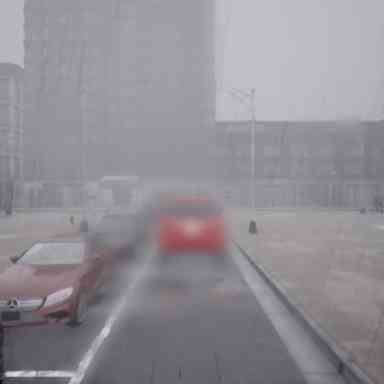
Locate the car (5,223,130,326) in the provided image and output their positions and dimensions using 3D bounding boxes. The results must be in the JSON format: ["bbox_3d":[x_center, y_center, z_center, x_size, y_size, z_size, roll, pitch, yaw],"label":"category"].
[{"bbox_3d":[-2.653,1.573,6.970,1.802,1.307,4.206,0,0,0],"label":"car"}]

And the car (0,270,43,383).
[{"bbox_3d":[-2.642,1.564,1.518,1.947,1.339,4.313,0,0,0],"label":"car"}]

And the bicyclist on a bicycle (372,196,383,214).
[{"bbox_3d":[17.297,1.231,31.049,0.582,1.620,1.656,0,0,0],"label":"bicyclist on a bicycle"}]

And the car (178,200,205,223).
[{"bbox_3d":[-0.061,1.444,26.374,1.882,1.535,5.008,0,0,-1],"label":"car"}]

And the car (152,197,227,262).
[{"bbox_3d":[0.030,1.205,12.239,2.150,2.045,5.566,0,0,0],"label":"car"}]

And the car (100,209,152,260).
[{"bbox_3d":[-2.664,1.550,12.422,1.947,1.339,4.313,0,0,0],"label":"car"}]

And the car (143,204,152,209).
[{"bbox_3d":[-2.685,1.536,23.326,1.947,1.339,4.313,0,0,0],"label":"car"}]
